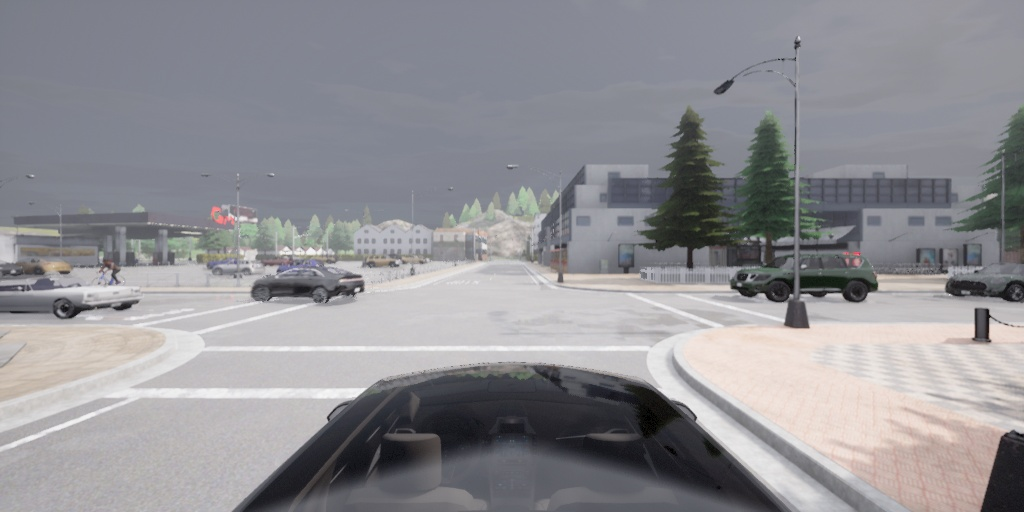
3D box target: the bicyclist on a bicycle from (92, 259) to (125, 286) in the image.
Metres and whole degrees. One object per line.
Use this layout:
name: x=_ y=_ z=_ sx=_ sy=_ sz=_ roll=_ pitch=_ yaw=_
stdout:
bicyclist on a bicycle: x=-21.891 y=0.997 z=19.476 sx=0.582 sy=1.620 sz=1.656 roll=0 pitch=1 yaw=-1

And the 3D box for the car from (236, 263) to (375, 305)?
car: x=-8.872 y=1.203 z=15.572 sx=4.902 sy=1.511 sz=2.128 roll=0 pitch=0 yaw=13

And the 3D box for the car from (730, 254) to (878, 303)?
car: x=12.932 y=0.931 z=16.040 sx=5.566 sy=2.045 sz=2.150 roll=0 pitch=0 yaw=0

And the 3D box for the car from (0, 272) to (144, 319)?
car: x=-15.528 y=1.326 z=12.057 sx=4.718 sy=1.301 sz=1.895 roll=0 pitch=0 yaw=0

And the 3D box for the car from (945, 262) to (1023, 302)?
car: x=22.628 y=1.062 z=16.120 sx=4.553 sy=1.767 sz=2.097 roll=0 pitch=0 yaw=0
